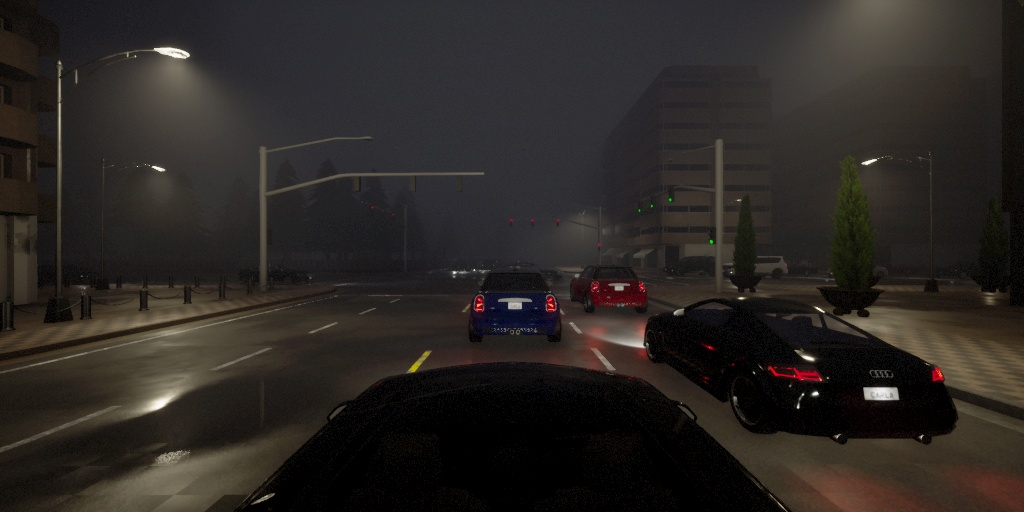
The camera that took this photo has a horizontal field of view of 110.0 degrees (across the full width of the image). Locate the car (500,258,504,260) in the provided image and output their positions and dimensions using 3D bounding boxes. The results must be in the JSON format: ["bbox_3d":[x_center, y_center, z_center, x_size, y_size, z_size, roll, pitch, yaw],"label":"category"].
[{"bbox_3d":[-2.023,1.297,62.041,2.033,1.411,5.357,0,0,14],"label":"car"}]

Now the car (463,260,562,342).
[{"bbox_3d":[0.083,1.102,9.923,2.097,1.767,4.553,0,0,0],"label":"car"}]

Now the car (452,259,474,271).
[{"bbox_3d":[-6.859,1.314,48.668,1.994,1.385,4.181,0,0,2],"label":"car"}]

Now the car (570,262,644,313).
[{"bbox_3d":[3.606,1.102,14.151,2.097,1.767,4.553,0,0,0],"label":"car"}]

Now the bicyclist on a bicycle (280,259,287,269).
[{"bbox_3d":[-25.611,1.106,40.135,0.582,1.620,1.656,0,0,0],"label":"bicyclist on a bicycle"}]

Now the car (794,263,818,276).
[{"bbox_3d":[28.181,1.406,36.557,4.718,1.301,1.895,0,0,0],"label":"car"}]

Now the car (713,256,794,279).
[{"bbox_3d":[22.169,1.027,33.036,5.566,2.045,2.150,0,0,0],"label":"car"}]

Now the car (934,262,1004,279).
[{"bbox_3d":[42.130,1.283,33.091,5.008,1.535,1.882,0,0,0],"label":"car"}]

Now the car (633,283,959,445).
[{"bbox_3d":[3.607,1.314,5.510,1.994,1.385,4.181,0,0,0],"label":"car"}]

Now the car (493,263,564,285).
[{"bbox_3d":[1.135,1.253,25.758,4.902,1.511,2.128,0,0,0],"label":"car"}]

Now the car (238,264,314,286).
[{"bbox_3d":[-16.788,1.297,25.609,4.902,1.511,2.128,0,0,2],"label":"car"}]

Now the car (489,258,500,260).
[{"bbox_3d":[-3.218,1.255,52.332,1.837,1.490,4.892,0,0,3],"label":"car"}]

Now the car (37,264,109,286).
[{"bbox_3d":[-31.930,1.307,25.629,4.892,1.490,1.837,1,0,0],"label":"car"}]

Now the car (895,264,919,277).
[{"bbox_3d":[38.227,1.406,36.588,4.718,1.301,1.895,0,0,0],"label":"car"}]

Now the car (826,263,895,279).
[{"bbox_3d":[31.806,1.331,33.068,4.674,1.442,1.812,0,0,0],"label":"car"}]

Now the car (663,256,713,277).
[{"bbox_3d":[18.422,1.027,36.521,5.566,2.045,2.150,0,0,0],"label":"car"}]

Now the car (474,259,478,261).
[{"bbox_3d":[-6.246,1.255,57.557,1.837,1.490,4.892,0,0,7],"label":"car"}]
